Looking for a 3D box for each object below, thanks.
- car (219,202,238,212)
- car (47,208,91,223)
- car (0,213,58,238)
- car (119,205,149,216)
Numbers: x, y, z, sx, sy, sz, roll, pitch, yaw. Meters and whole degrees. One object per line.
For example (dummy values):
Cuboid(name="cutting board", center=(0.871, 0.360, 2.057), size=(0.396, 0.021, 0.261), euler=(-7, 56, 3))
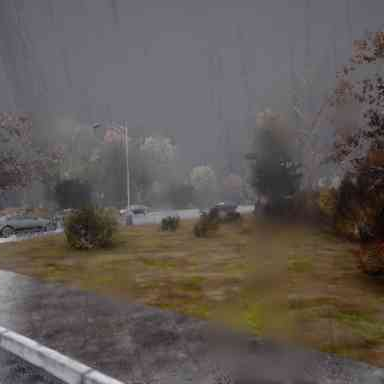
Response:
Cuboid(name="car", center=(4.641, 2.089, 45.206), size=(1.837, 1.490, 4.892), euler=(-3, -2, 32))
Cuboid(name="car", center=(-13.428, 2.517, 36.650), size=(1.994, 1.385, 4.181), euler=(-3, -2, 32))
Cuboid(name="car", center=(-10.799, 2.041, 21.259), size=(1.994, 1.385, 4.181), euler=(-3, -2, 35))
Cuboid(name="car", center=(-7.870, 2.491, 45.391), size=(2.128, 1.511, 4.902), euler=(-3, -2, 32))
